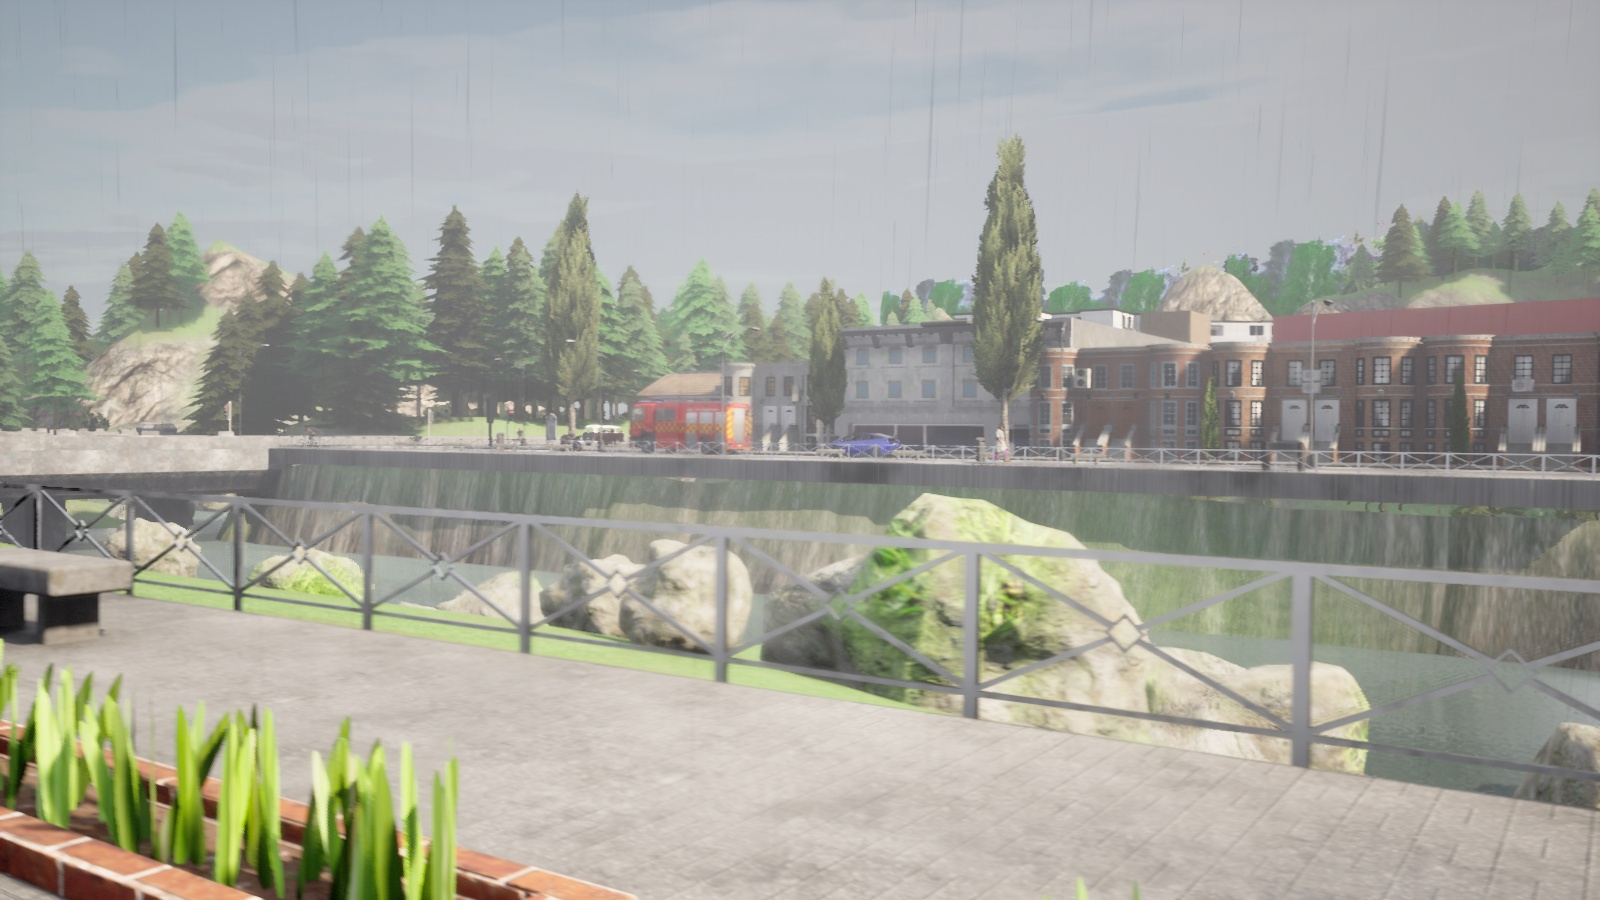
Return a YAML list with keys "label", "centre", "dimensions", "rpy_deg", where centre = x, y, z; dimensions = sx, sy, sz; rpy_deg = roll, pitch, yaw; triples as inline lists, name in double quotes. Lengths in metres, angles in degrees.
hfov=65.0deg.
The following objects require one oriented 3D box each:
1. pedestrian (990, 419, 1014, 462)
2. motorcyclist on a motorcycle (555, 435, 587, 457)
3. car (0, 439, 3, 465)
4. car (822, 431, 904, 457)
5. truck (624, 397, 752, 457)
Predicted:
- label: "pedestrian"
  centre: [9.439, -0.444, 58.575]
  dimensions: [0.873, 1.952, 0.659]
  rpy_deg: [0, 1, 38]
- label: "motorcyclist on a motorcycle"
  centre: [-16.250, -0.301, 89.029]
  dimensions: [2.191, 1.530, 0.866]
  rpy_deg: [0, 1, 34]
- label: "car"
  centre: [-50.121, 0.139, 75.144]
  dimensions: [1.789, 1.549, 3.705]
  rpy_deg: [0, 1, 34]
- label: "car"
  centre: [3.778, -0.390, 75.730]
  dimensions: [4.514, 1.525, 2.007]
  rpy_deg: [0, 1, 34]
- label: "truck"
  centre: [-7.473, -1.501, 83.178]
  dimensions: [8.468, 3.827, 2.891]
  rpy_deg: [0, 1, 34]
